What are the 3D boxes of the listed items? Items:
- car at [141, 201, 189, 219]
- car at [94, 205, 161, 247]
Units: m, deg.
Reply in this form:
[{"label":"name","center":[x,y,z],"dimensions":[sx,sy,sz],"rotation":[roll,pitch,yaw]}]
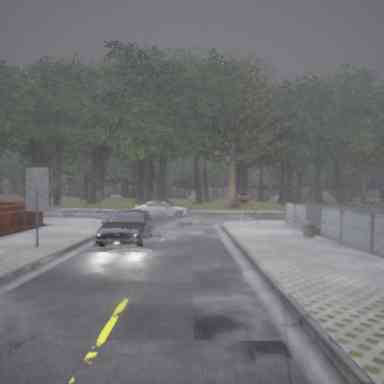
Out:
[{"label":"car","center":[-2.553,1.479,27.953],"dimensions":[4.674,1.442,1.812],"rotation":[0,1,0]},{"label":"car","center":[-2.812,1.529,15.135],"dimensions":[2.033,1.411,5.357],"rotation":[0,0,0]}]
